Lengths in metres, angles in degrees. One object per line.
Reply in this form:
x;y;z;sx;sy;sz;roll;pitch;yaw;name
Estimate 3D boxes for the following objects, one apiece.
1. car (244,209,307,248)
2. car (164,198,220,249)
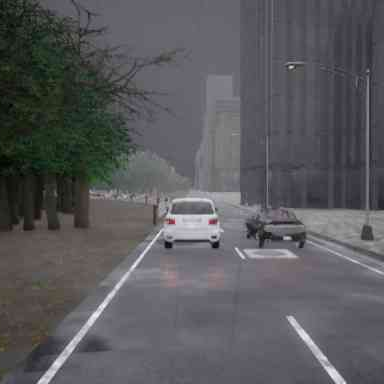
3.500;1.490;14.651;2.128;1.511;4.902;0;0;0;car
0.000;1.252;14.681;2.150;2.045;5.566;0;0;0;car
